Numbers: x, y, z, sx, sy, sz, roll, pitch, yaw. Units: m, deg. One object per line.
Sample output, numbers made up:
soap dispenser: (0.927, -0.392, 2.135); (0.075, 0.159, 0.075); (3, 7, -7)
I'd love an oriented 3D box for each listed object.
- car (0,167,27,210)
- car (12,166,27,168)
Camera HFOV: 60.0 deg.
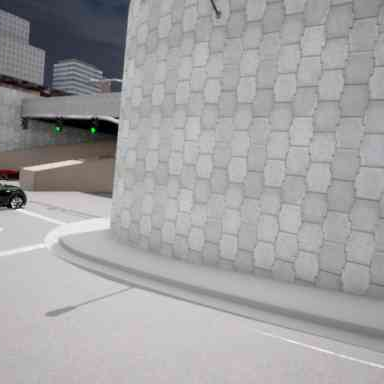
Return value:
car: (-9.730, -0.120, 14.843); (2.097, 1.767, 4.553); (8, 5, 22)
car: (-16.177, -1.717, 30.773); (1.895, 1.301, 4.718); (9, 5, 34)
